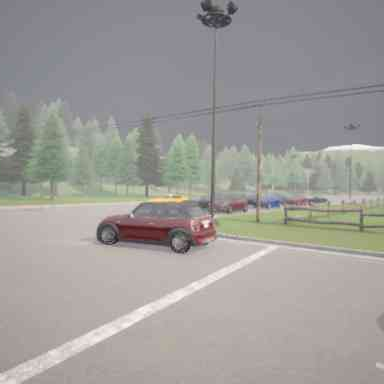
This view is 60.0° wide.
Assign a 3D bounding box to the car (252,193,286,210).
[{"bbox_3d":[8.636,1.121,37.927,1.882,1.535,5.008,2,1,36],"label":"car"}]

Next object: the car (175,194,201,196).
[{"bbox_3d":[0.704,1.081,32.972,1.812,1.442,4.674,2,1,37],"label":"car"}]

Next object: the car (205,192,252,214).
[{"bbox_3d":[3.368,0.992,30.709,2.097,1.767,4.553,2,1,36],"label":"car"}]

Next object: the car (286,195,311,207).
[{"bbox_3d":[14.264,1.127,45.564,1.882,1.535,5.008,2,1,37],"label":"car"}]

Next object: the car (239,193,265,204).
[{"bbox_3d":[9.180,0.957,50.458,1.882,1.535,5.008,2,1,36],"label":"car"}]

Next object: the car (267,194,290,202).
[{"bbox_3d":[15.399,1.033,58.841,2.033,1.411,5.357,2,1,37],"label":"car"}]

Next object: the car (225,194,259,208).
[{"bbox_3d":[6.155,1.051,40.460,2.128,1.511,4.902,2,1,36],"label":"car"}]

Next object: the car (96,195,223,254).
[{"bbox_3d":[-1.423,1.148,12.698,4.553,1.767,2.097,1,1,25],"label":"car"}]

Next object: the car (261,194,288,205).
[{"bbox_3d":[12.062,1.056,48.475,2.128,1.511,4.902,2,1,37],"label":"car"}]

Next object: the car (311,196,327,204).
[{"bbox_3d":[20.237,1.256,53.647,1.895,1.301,4.718,2,1,37],"label":"car"}]

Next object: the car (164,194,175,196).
[{"bbox_3d":[-2.408,0.947,34.671,1.882,1.535,5.008,2,1,36],"label":"car"}]

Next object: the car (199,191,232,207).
[{"bbox_3d":[3.032,0.826,42.110,2.097,1.767,4.553,2,1,36],"label":"car"}]

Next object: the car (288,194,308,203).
[{"bbox_3d":[18.010,1.134,56.510,1.994,1.385,4.181,2,1,37],"label":"car"}]
